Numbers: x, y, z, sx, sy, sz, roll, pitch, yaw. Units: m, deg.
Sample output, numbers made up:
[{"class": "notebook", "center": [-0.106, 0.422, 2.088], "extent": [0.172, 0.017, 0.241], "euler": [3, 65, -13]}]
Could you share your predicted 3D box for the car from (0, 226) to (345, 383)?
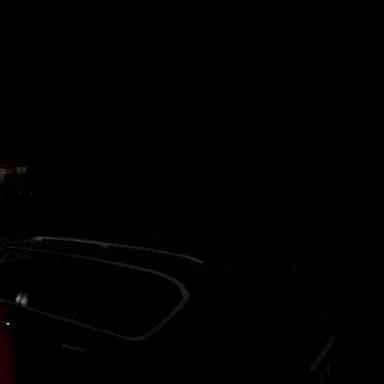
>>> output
[{"class": "car", "center": [-1.047, 1.315, 3.639], "extent": [5.009, 1.841, 2.192], "euler": [0, 0, 35]}]
